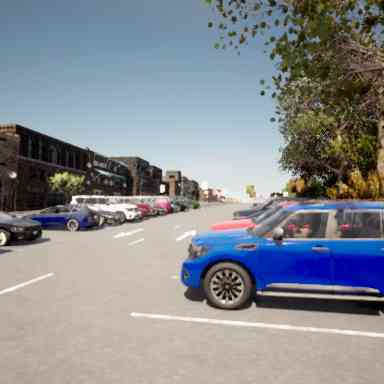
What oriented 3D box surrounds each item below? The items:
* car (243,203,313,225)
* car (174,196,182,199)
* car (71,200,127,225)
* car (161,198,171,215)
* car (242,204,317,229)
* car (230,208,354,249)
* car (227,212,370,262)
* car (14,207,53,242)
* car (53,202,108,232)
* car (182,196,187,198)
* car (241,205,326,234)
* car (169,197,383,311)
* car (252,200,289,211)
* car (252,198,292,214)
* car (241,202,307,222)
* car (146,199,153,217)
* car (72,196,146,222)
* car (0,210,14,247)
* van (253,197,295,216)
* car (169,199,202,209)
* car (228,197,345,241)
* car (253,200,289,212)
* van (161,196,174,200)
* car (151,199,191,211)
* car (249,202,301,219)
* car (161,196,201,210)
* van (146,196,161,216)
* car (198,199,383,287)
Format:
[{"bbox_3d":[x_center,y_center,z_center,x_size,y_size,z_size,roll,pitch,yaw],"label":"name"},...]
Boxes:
[{"bbox_3d":[6.583,1.636,25.839,5.008,1.535,2.097,0,-1,12],"label":"car"},{"bbox_3d":[-3.960,1.577,39.392,4.553,1.767,2.185,0,-1,12],"label":"car"},{"bbox_3d":[-7.393,1.543,22.920,4.892,1.521,2.231,0,0,12],"label":"car"},{"bbox_3d":[-5.090,1.650,33.898,4.892,1.521,2.231,0,-1,12],"label":"car"},{"bbox_3d":[5.988,1.639,23.118,4.792,1.488,2.163,0,-1,12],"label":"car"},{"bbox_3d":[4.296,1.536,14.937,5.008,1.535,2.097,0,0,12],"label":"car"},{"bbox_3d":[3.752,1.555,12.332,4.674,1.452,2.002,0,0,12],"label":"car"},{"bbox_3d":[-9.119,1.473,14.694,5.008,1.535,2.097,0,0,12],"label":"car"},{"bbox_3d":[-7.991,1.547,20.187,4.792,1.488,2.163,0,0,12],"label":"car"},{"bbox_3d":[-3.322,1.482,42.122,5.566,2.045,2.435,0,-1,12],"label":"car"},{"bbox_3d":[5.473,1.613,20.381,4.792,1.488,2.163,0,0,12],"label":"car"},{"bbox_3d":[2.585,1.227,6.889,5.566,2.045,2.435,0,0,12],"label":"car"},{"bbox_3d":[11.187,1.876,47.636,5.008,1.535,2.097,0,-1,12],"label":"car"},{"bbox_3d":[9.425,1.646,39.471,4.553,1.767,2.185,0,-1,12],"label":"car"},{"bbox_3d":[6.979,1.659,28.603,5.366,1.575,1.946,0,-1,12],"label":"car"},{"bbox_3d":[-6.241,1.595,28.412,5.008,1.535,2.097,0,-1,12],"label":"car"},{"bbox_3d":[-6.783,1.317,25.663,5.566,2.045,2.435,0,-1,12],"label":"car"},{"bbox_3d":[-9.507,1.451,11.915,5.366,1.575,1.946,0,0,12],"label":"car"},{"bbox_3d":[8.996,1.517,36.721,4.442,1.987,1.878,0,-1,12],"label":"van"},{"bbox_3d":[-1.038,1.880,53.093,4.892,1.521,2.231,0,-1,12],"label":"car"},{"bbox_3d":[4.847,1.307,17.671,5.566,2.045,2.435,0,-1,12],"label":"car"},{"bbox_3d":[10.607,1.878,44.910,4.674,1.452,2.002,0,-1,12],"label":"car"},{"bbox_3d":[-4.620,1.450,36.667,4.442,1.987,1.878,0,-1,12],"label":"van"},{"bbox_3d":[-2.766,1.764,44.868,4.892,1.521,2.231,0,-1,12],"label":"car"},{"bbox_3d":[7.731,1.729,31.290,4.674,1.452,2.002,0,-1,12],"label":"car"},{"bbox_3d":[-1.583,1.586,50.349,5.566,2.045,2.435,0,-1,12],"label":"car"},{"bbox_3d":[-5.545,1.397,31.132,4.442,1.987,1.878,0,-1,12],"label":"van"},{"bbox_3d":[3.131,1.244,9.494,5.566,2.045,2.435,0,0,12],"label":"car"}]
